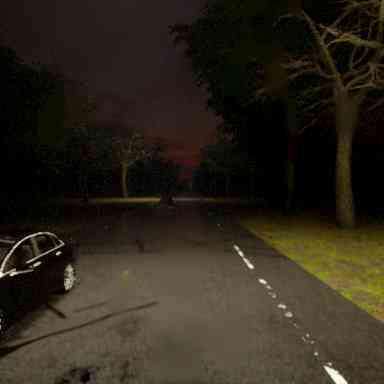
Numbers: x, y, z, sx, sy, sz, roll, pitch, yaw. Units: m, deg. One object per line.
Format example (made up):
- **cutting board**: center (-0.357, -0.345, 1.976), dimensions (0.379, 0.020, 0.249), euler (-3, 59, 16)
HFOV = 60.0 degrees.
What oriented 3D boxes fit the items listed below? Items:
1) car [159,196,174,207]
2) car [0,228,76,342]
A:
- **car**: center (-3.589, 1.312, 47.091), dimensions (2.033, 1.411, 5.357), euler (0, 0, 0)
- **car**: center (-3.600, 1.487, 5.916), dimensions (1.837, 1.490, 4.892), euler (0, 0, 0)
